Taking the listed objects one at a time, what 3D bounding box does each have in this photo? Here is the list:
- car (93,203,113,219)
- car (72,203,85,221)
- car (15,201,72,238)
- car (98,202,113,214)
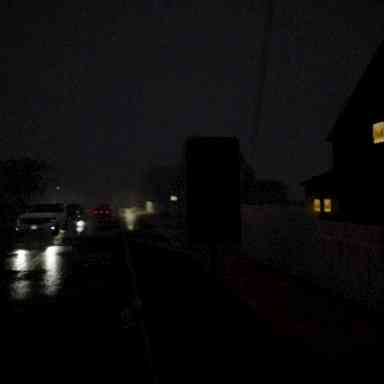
[{"bbox_3d":[-9.912,2.174,36.976,2.033,1.411,5.357,0,-1,-12],"label":"car"},{"bbox_3d":[-12.159,1.954,33.944,2.097,1.767,4.553,0,-1,-12],"label":"car"},{"bbox_3d":[-9.228,1.599,20.847,2.150,2.045,5.566,0,0,-13],"label":"car"},{"bbox_3d":[-12.277,2.278,47.227,1.882,1.535,5.008,0,-1,-13],"label":"car"}]
